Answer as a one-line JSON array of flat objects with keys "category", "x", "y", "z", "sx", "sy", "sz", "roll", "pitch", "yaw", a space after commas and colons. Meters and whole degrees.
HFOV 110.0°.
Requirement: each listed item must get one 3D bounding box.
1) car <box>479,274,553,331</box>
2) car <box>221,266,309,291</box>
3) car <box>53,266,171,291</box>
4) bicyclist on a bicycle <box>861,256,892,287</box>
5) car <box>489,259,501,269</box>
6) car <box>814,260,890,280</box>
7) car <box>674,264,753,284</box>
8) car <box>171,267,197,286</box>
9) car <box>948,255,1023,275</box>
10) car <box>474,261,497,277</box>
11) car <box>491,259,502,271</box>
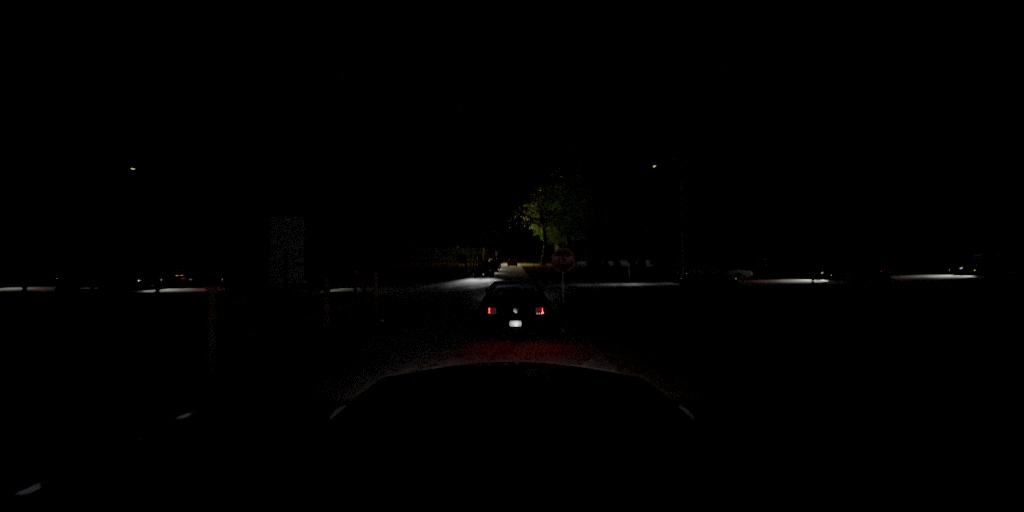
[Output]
[{"category": "car", "x": 0.096, "y": 1.404, "z": 11.147, "sx": 1.895, "sy": 1.301, "sz": 4.718, "roll": 0, "pitch": 0, "yaw": 0}, {"category": "car", "x": -15.378, "y": 1.366, "z": 22.484, "sx": 4.892, "sy": 1.490, "sz": 1.837, "roll": 0, "pitch": -1, "yaw": 1}, {"category": "car", "x": -25.189, "y": 1.407, "z": 22.495, "sx": 5.357, "sy": 1.411, "sz": 2.033, "roll": 0, "pitch": -1, "yaw": 0}, {"category": "bicyclist on a bicycle", "x": 19.888, "y": 0.845, "z": 19.611, "sx": 0.582, "sy": 1.620, "sz": 1.656, "roll": -1, "pitch": -1, "yaw": 0}, {"category": "car", "x": -2.837, "y": 1.360, "z": 61.471, "sx": 1.837, "sy": 1.490, "sz": 4.892, "roll": 0, "pitch": 1, "yaw": 0}, {"category": "car", "x": 24.127, "y": 0.961, "z": 25.605, "sx": 4.181, "sy": 1.385, "sz": 1.994, "roll": -2, "pitch": -1, "yaw": 0}, {"category": "car", "x": 14.238, "y": 1.254, "z": 25.572, "sx": 4.718, "sy": 1.301, "sz": 1.895, "roll": -1, "pitch": -1, "yaw": 0}, {"category": "car", "x": -25.071, "y": 1.459, "z": 25.414, "sx": 4.674, "sy": 1.442, "sz": 1.812, "roll": 0, "pitch": -1, "yaw": 0}, {"category": "car", "x": 34.070, "y": 0.611, "z": 25.647, "sx": 4.181, "sy": 1.385, "sz": 1.994, "roll": -2, "pitch": -1, "yaw": -1}, {"category": "car", "x": -2.862, "y": 1.511, "z": 37.846, "sx": 1.895, "sy": 1.301, "sz": 4.718, "roll": 0, "pitch": 0, "yaw": 0}, {"category": "car", "x": -2.860, "y": 1.452, "z": 49.163, "sx": 2.033, "sy": 1.411, "sz": 5.357, "roll": 0, "pitch": 0, "yaw": 0}]
